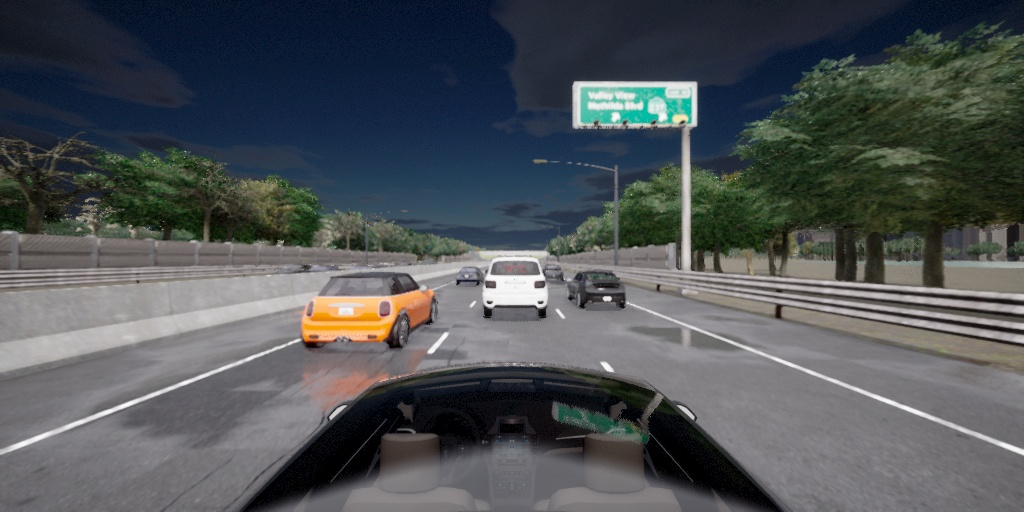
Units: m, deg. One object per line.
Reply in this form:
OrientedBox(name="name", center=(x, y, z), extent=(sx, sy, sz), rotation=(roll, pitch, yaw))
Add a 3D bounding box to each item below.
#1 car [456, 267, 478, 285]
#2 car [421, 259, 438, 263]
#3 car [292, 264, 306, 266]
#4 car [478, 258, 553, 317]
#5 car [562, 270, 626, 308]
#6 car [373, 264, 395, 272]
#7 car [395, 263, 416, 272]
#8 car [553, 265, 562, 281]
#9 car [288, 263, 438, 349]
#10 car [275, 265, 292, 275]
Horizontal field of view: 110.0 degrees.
OrientedBox(name="car", center=(-3.319, 1.564, 28.899), extent=(2.033, 1.411, 5.357), rotation=(0, -1, 0))
OrientedBox(name="car", center=(-13.668, 1.535, 59.112), extent=(2.150, 2.045, 5.566), rotation=(0, -1, 1))
OrientedBox(name="car", center=(-17.488, 1.603, 33.195), extent=(2.033, 1.411, 5.357), rotation=(0, -1, 0))
OrientedBox(name="car", center=(0.115, 1.093, 13.844), extent=(2.150, 2.045, 5.566), rotation=(0, -1, 0))
OrientedBox(name="car", center=(3.623, 1.399, 16.011), extent=(1.837, 1.490, 4.892), rotation=(0, -1, 0))
OrientedBox(name="car", center=(-20.679, 1.899, 58.113), extent=(1.895, 1.301, 4.718), rotation=(0, -1, 1))
OrientedBox(name="car", center=(-17.187, 1.805, 57.959), extent=(1.837, 1.490, 4.892), rotation=(0, -1, 1))
OrientedBox(name="car", center=(3.714, 1.557, 33.815), extent=(2.128, 1.511, 4.902), rotation=(0, -1, 0))
OrientedBox(name="car", center=(-3.408, 1.181, 9.526), extent=(2.097, 1.767, 4.553), rotation=(0, -1, 0))
OrientedBox(name="car", center=(-20.969, 1.578, 35.038), extent=(1.837, 1.490, 4.892), rotation=(0, -1, 0))
